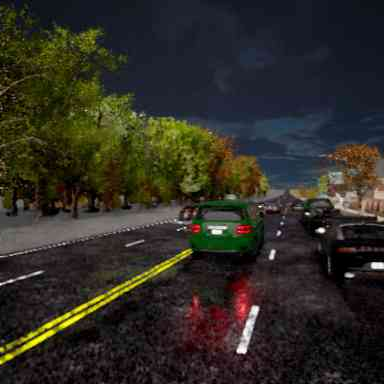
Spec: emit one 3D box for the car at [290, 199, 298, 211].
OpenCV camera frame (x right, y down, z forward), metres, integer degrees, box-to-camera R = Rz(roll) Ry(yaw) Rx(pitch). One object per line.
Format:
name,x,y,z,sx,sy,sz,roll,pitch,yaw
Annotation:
car,15.008,1.938,47.089,1.837,1.490,4.892,-1,-1,17

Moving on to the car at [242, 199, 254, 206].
car,12.032,2.258,71.477,1.994,1.385,4.181,-1,-1,17

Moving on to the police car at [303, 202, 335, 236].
police car,7.843,1.606,19.708,1.930,1.638,5.238,-1,-1,17

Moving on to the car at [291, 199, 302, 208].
car,19.048,2.025,60.859,1.882,1.535,5.008,-1,-1,17

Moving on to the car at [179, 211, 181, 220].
car,0.199,1.904,31.984,1.812,1.442,4.674,-1,-1,17

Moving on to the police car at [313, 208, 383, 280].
police car,4.996,1.513,10.122,1.930,1.638,5.238,-1,-1,17

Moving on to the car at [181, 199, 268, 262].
car,1.551,1.370,13.020,2.150,2.045,5.566,-1,-1,17

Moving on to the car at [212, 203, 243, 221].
car,3.477,1.841,31.605,2.128,1.511,4.902,-1,-1,17

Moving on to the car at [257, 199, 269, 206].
car,15.266,2.214,70.951,2.033,1.411,5.357,-1,-1,17

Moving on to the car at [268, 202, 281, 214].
car,10.028,1.959,41.599,2.033,1.411,5.357,-1,-1,19

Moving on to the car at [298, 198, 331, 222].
car,9.527,1.457,25.385,2.150,2.045,5.566,-1,-1,17
